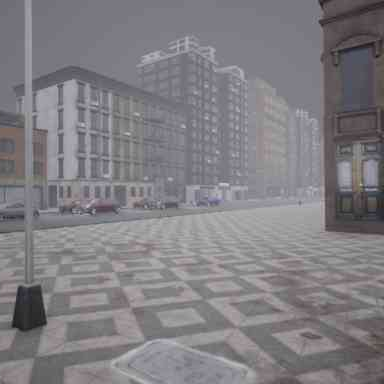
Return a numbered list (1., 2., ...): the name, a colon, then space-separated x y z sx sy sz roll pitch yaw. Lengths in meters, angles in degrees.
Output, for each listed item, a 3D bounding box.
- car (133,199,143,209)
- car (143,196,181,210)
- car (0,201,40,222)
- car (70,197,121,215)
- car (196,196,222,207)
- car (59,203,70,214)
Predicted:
1. car: -5.662 1.450 44.057 1.882 1.535 5.008 -1 0 36
2. car: -3.425 1.300 41.598 2.097 1.767 4.553 -1 0 35
3. car: -14.325 1.550 26.246 1.994 1.385 4.181 -1 0 35
4. car: -9.337 1.321 33.279 2.097 1.767 4.553 -1 0 35
5. car: 2.577 1.404 49.987 1.882 1.535 5.008 -1 0 36
6. car: -11.718 1.472 35.535 1.882 1.535 5.008 -1 0 35
